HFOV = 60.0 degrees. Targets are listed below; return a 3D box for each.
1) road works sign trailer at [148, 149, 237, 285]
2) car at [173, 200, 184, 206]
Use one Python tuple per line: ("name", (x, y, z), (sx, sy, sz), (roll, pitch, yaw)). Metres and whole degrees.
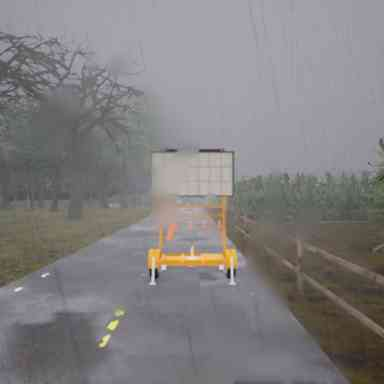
("road works sign trailer", (0.018, 0.547, 9.753), (2.380, 3.560, 2.880), (0, -1, 0))
("car", (-2.625, 2.364, 65.221), (1.882, 1.535, 5.008), (0, -1, 0))
